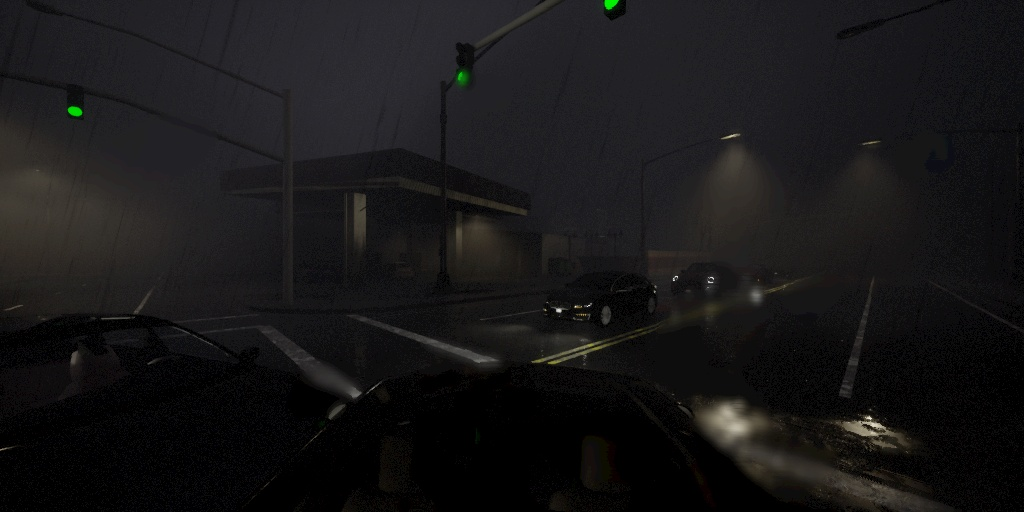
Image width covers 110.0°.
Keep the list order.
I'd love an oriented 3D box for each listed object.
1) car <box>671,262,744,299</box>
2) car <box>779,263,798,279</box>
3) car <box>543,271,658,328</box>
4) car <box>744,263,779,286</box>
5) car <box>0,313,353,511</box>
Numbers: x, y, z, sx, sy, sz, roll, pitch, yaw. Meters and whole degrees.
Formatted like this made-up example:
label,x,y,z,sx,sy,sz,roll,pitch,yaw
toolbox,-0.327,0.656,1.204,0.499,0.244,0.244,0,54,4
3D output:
label,x,y,z,sx,sy,sz,roll,pitch,yaw
car,9.938,1.102,18.353,4.553,1.767,2.097,0,0,-44
car,24.163,1.314,32.149,4.181,1.385,1.994,0,0,-44
car,3.018,1.255,11.590,4.892,1.490,1.837,0,0,-45
car,16.947,1.314,25.181,1.994,1.385,4.181,0,0,45
car,-3.390,1.242,2.647,4.902,1.511,2.128,0,0,16
